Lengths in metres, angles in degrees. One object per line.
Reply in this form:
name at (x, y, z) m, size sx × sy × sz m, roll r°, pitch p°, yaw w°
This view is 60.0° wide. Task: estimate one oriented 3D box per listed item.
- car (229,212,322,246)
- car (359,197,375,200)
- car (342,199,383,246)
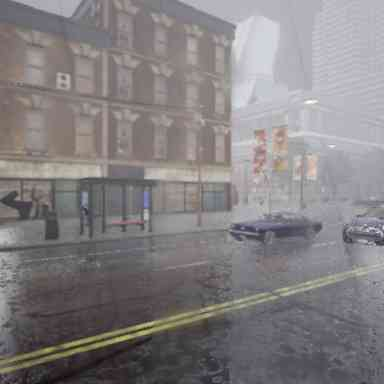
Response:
car at (3.953, 1.616, 15.496) m, size 4.718 × 1.301 × 1.895 m, roll 0°, pitch 0°, yaw -37°
car at (29.788, 1.589, 56.776) m, size 2.002 × 1.452 × 4.674 m, roll 0°, pitch 0°, yaw -16°
car at (8.568, 1.370, 14.644) m, size 4.553 × 1.767 × 2.097 m, roll 0°, pitch 0°, yaw -39°
